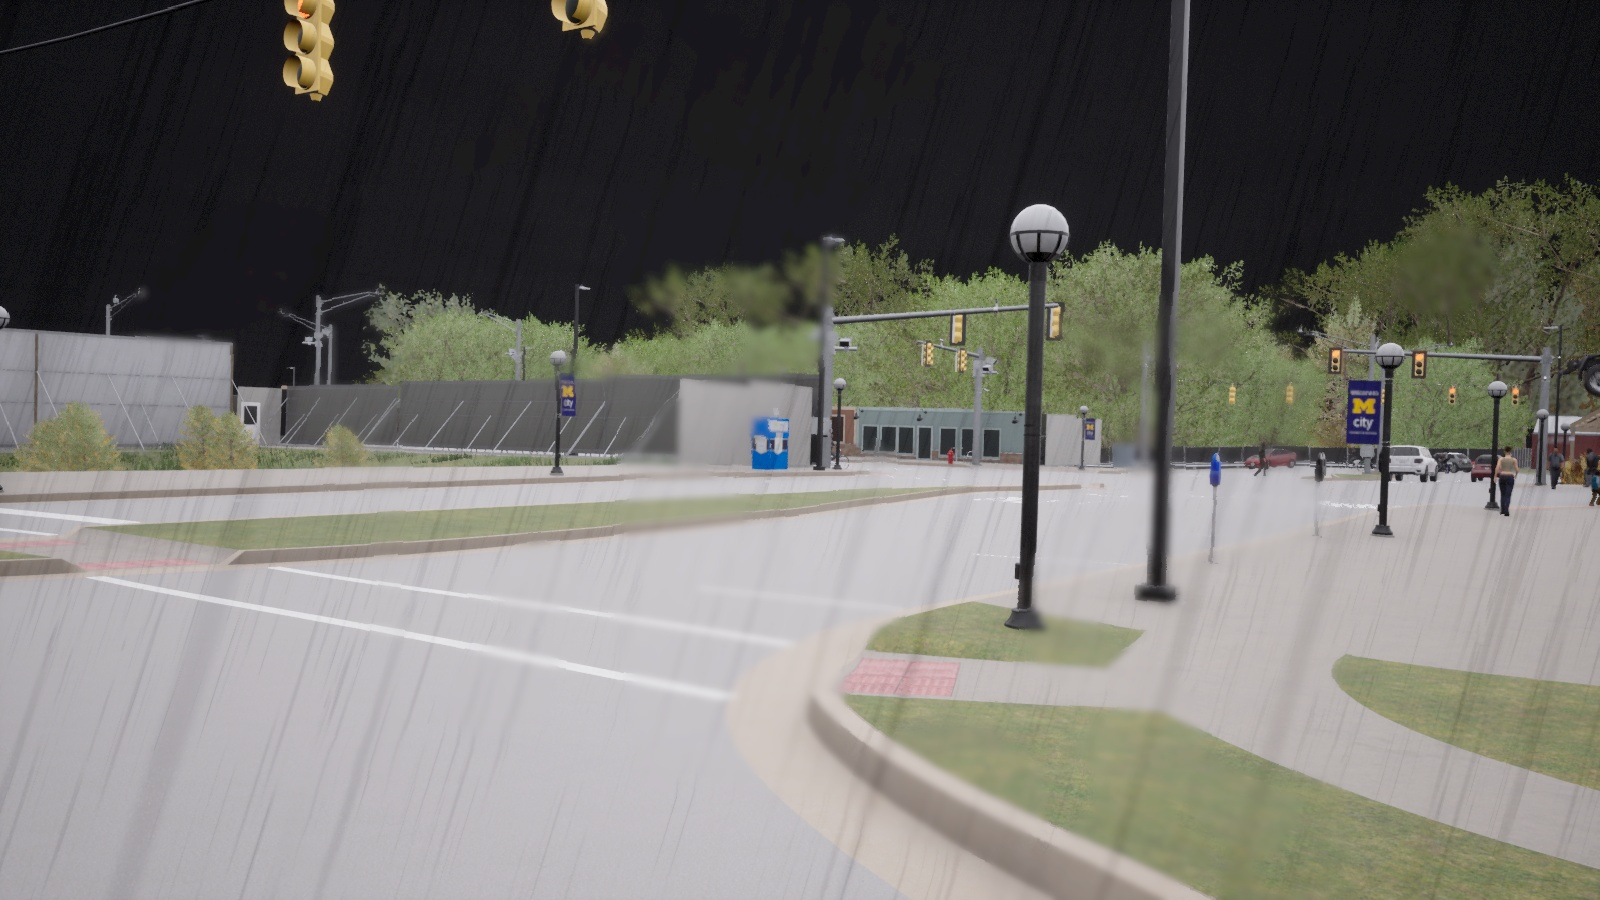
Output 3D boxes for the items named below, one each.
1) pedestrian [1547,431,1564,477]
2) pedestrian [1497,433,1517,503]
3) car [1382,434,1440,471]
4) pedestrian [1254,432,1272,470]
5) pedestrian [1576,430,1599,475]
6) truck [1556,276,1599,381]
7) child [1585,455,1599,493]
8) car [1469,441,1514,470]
[{"bbox_3d":[31.108,0.151,51.732,0.540,1.848,0.694,2,2,30],"label":"pedestrian"},{"bbox_3d":[18.556,0.463,32.964,0.345,1.836,0.594,2,2,35],"label":"pedestrian"},{"bbox_3d":[35.005,0.158,71.877,2.150,2.045,5.566,0,0,35],"label":"car"},{"bbox_3d":[23.375,0.044,63.420,0.692,1.930,0.395,2,2,41],"label":"pedestrian"},{"bbox_3d":[33.707,0.105,53.522,0.563,1.883,0.849,0,2,-26],"label":"pedestrian"},{"bbox_3d":[30.163,-4.362,42.203,7.936,3.462,2.891,-3,2,32],"label":"truck"},{"bbox_3d":[24.842,0.744,39.175,0.448,1.192,0.343,0,2,-12],"label":"child"},{"bbox_3d":[40.739,0.294,73.917,1.851,1.617,3.988,0,1,36],"label":"car"}]
